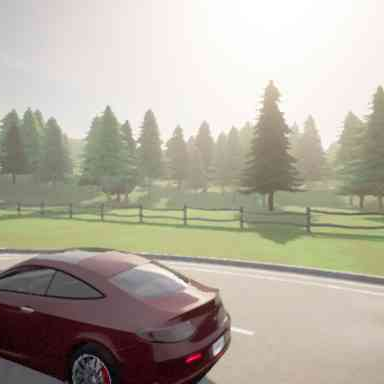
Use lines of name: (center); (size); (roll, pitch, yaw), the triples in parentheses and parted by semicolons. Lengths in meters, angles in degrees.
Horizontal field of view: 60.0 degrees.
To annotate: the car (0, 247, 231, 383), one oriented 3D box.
car: (-1.759, 1.539, 4.748); (4.674, 1.442, 1.812); (0, 0, 27)
